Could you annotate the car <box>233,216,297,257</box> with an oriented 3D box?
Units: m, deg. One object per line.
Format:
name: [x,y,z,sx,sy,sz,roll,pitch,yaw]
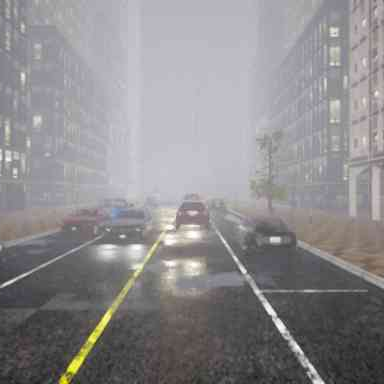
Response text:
car: [2.658,1.559,12.700,1.947,1.339,4.313,0,0,0]

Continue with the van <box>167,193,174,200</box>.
van: [-5.940,1.252,92.379,1.690,1.788,3.998,0,0,0]

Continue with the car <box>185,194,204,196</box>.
car: [-0.014,1.194,40.353,2.150,2.045,5.566,0,0,0]

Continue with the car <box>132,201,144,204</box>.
car: [-5.770,1.562,29.766,1.802,1.307,4.206,0,0,0]

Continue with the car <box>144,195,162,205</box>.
car: [-5.816,1.404,46.842,1.967,1.590,4.097,0,0,0]

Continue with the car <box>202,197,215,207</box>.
car: [2.548,1.484,52.713,1.752,1.417,4.829,0,0,0]

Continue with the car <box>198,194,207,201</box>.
car: [2.471,1.367,81.002,1.967,1.590,4.097,0,0,0]

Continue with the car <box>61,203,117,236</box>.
car: [-5.738,1.533,18.381,1.887,1.381,4.507,0,0,0]

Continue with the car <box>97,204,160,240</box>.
car: [-3.048,1.568,17.250,2.033,1.411,5.357,0,0,0]

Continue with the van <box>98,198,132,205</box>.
van: [-5.753,1.326,24.074,1.690,1.788,3.998,0,0,0]

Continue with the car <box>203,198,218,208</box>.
car: [2.564,1.547,46.851,1.802,1.307,4.206,0,0,0]

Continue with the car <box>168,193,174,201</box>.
car: [-5.910,1.451,80.824,1.752,1.417,4.829,0,0,0]

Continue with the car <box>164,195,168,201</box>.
car: [-5.848,1.518,58.227,1.947,1.339,4.313,0,0,0]

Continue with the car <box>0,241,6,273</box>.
car: [-5.707,1.546,6.997,2.008,1.369,4.403,0,0,0]

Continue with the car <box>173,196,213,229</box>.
car: [0.038,1.338,21.891,2.097,1.767,4.553,0,0,0]

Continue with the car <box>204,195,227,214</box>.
car: [2.596,1.416,35.466,1.967,1.590,4.097,0,0,0]

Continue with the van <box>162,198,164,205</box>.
van: [-5.831,1.299,52.535,1.690,1.788,3.998,0,0,0]
